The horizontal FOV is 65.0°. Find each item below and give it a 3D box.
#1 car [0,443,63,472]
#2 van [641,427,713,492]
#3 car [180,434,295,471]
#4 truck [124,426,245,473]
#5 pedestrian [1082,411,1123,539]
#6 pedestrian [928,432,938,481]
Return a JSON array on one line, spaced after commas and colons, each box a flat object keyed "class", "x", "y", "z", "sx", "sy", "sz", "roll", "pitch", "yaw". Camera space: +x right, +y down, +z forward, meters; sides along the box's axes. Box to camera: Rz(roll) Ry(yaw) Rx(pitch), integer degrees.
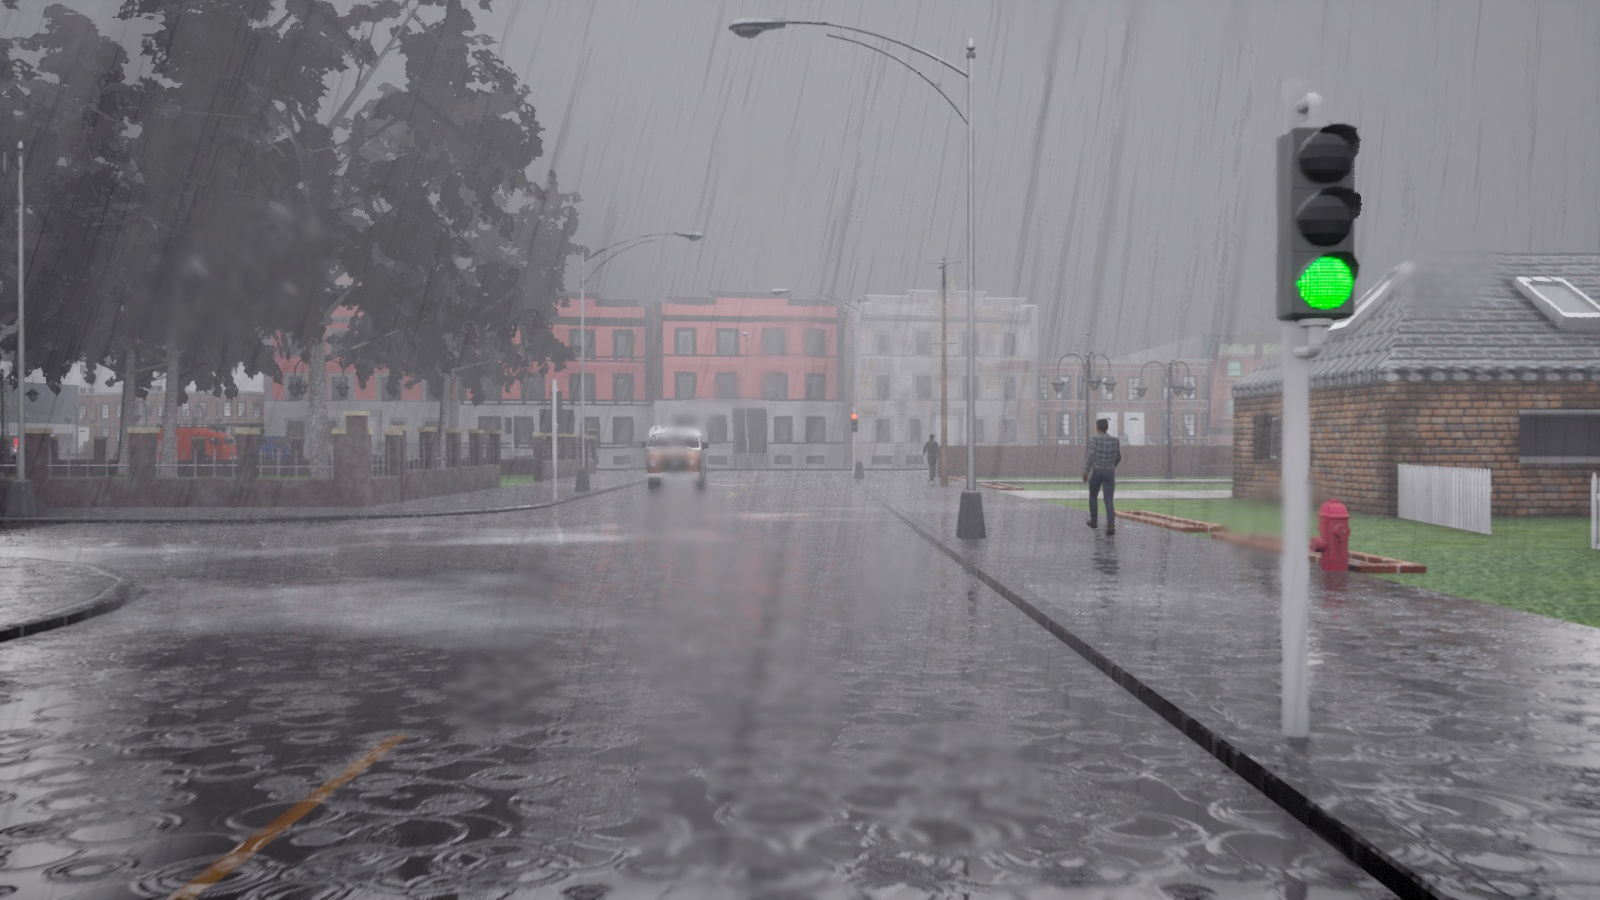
[{"class": "car", "x": -42.671, "y": 0.393, "z": 67.474, "sx": 4.902, "sy": 1.511, "sz": 2.128, "roll": 0, "pitch": 0, "yaw": 0}, {"class": "van", "x": -4.004, "y": 0.297, "z": 41.561, "sx": 2.069, "sy": 2.038, "sz": 4.480, "roll": 0, "pitch": 0, "yaw": -2}, {"class": "car", "x": -31.951, "y": 0.148, "z": 71.470, "sx": 5.566, "sy": 2.045, "sz": 2.150, "roll": 0, "pitch": 0, "yaw": 0}, {"class": "truck", "x": -33.028, "y": -0.043, "z": 67.469, "sx": 5.204, "sy": 2.467, "sz": 2.627, "roll": 0, "pitch": 0, "yaw": 0}, {"class": "pedestrian", "x": 4.688, "y": 0.380, "z": 19.516, "sx": 0.423, "sy": 1.949, "sz": 0.788, "roll": 0, "pitch": 0, "yaw": -2}, {"class": "pedestrian", "x": 5.249, "y": 0.248, "z": 49.624, "sx": 0.395, "sy": 1.930, "sz": 0.692, "roll": 0, "pitch": 0, "yaw": 5}]
